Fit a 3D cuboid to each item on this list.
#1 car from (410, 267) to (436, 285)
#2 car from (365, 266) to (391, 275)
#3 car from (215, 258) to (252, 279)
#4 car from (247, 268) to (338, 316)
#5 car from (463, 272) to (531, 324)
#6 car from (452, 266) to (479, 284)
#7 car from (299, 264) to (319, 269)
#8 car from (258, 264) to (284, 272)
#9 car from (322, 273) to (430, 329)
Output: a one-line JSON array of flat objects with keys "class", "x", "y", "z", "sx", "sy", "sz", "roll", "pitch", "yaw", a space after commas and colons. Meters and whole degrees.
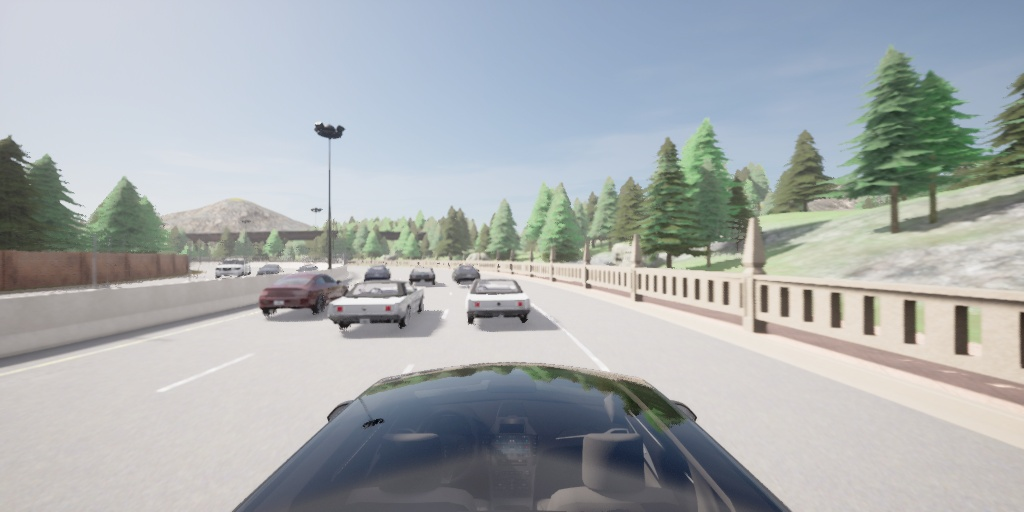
[{"class": "car", "x": -6.983, "y": 1.512, "z": 27.939, "sx": 1.895, "sy": 1.301, "sz": 4.718, "roll": 0, "pitch": 0, "yaw": -15}, {"class": "car", "x": -11.459, "y": 1.510, "z": 30.789, "sx": 1.994, "sy": 1.385, "sz": 4.181, "roll": 0, "pitch": 0, "yaw": -17}, {"class": "car", "x": -29.104, "y": 1.280, "z": 37.670, "sx": 2.150, "sy": 2.045, "sz": 5.566, "roll": 0, "pitch": 0, "yaw": -25}, {"class": "car", "x": -7.878, "y": 1.372, "z": 13.977, "sx": 1.812, "sy": 1.442, "sz": 4.674, "roll": 0, "pitch": 0, "yaw": -7}, {"class": "car", "x": -0.599, "y": 1.406, "z": 12.350, "sx": 1.895, "sy": 1.301, "sz": 4.718, "roll": 0, "pitch": 0, "yaw": -6}, {"class": "car", "x": -3.785, "y": 1.468, "z": 29.321, "sx": 1.994, "sy": 1.385, "sz": 4.181, "roll": 0, "pitch": 0, "yaw": -15}, {"class": "car", "x": -22.260, "y": 1.600, "z": 39.394, "sx": 1.994, "sy": 1.385, "sz": 4.181, "roll": 0, "pitch": 0, "yaw": -24}, {"class": "car", "x": -25.459, "y": 1.570, "z": 38.007, "sx": 1.812, "sy": 1.442, "sz": 4.674, "roll": 0, "pitch": 0, "yaw": -24}, {"class": "car", "x": -4.031, "y": 1.418, "z": 11.539, "sx": 1.895, "sy": 1.301, "sz": 4.718, "roll": 0, "pitch": 0, "yaw": -5}]
